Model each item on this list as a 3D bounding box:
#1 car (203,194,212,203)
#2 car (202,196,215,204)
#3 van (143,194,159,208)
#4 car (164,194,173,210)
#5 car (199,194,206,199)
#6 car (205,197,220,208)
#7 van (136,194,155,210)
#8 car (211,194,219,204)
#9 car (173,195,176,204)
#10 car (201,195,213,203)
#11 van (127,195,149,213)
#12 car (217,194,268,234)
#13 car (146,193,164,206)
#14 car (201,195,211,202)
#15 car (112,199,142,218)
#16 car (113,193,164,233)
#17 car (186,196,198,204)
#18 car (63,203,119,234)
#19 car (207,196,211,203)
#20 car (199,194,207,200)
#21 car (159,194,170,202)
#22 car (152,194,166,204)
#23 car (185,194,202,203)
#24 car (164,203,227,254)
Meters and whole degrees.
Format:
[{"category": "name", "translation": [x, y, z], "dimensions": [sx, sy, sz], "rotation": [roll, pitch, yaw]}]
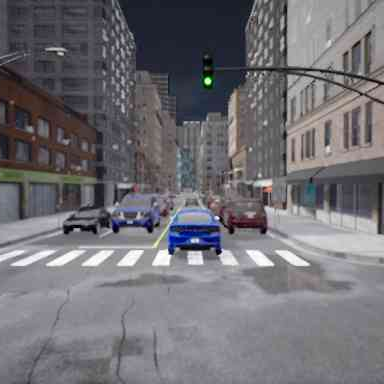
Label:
[{"category": "car", "translation": [2.844, 1.187, 40.934], "dimensions": [2.192, 1.841, 5.009], "rotation": [-1, 0, 0]}, {"category": "car", "translation": [2.847, 1.382, 57.692], "dimensions": [1.947, 1.339, 4.313], "rotation": [-1, 0, 0]}, {"category": "van", "translation": [-5.688, 1.187, 46.518], "dimensions": [1.690, 1.788, 3.998], "rotation": [-1, 0, 0]}, {"category": "car", "translation": [-3.093, 1.254, 29.397], "dimensions": [2.097, 1.767, 4.553], "rotation": [0, 0, 0]}, {"category": "car", "translation": [2.848, 1.218, 91.377], "dimensions": [1.752, 1.417, 4.829], "rotation": [-1, 0, 0]}, {"category": "car", "translation": [2.847, 1.436, 46.520], "dimensions": [1.802, 1.307, 4.206], "rotation": [-1, 0, 0]}, {"category": "van", "translation": [-5.687, 1.205, 40.933], "dimensions": [1.690, 1.788, 3.998], "rotation": [-1, 0, 0]}, {"category": "car", "translation": [2.843, 1.238, 24.177], "dimensions": [2.192, 1.841, 5.009], "rotation": [-1, 0, 0]}, {"category": "car", "translation": [-3.043, 1.418, 39.758], "dimensions": [2.033, 1.411, 5.357], "rotation": [0, 0, 0]}, {"category": "car", "translation": [2.847, 1.363, 63.278], "dimensions": [1.947, 1.339, 4.313], "rotation": [-1, 0, 0]}, {"category": "van", "translation": [-5.686, 1.222, 35.346], "dimensions": [1.690, 1.788, 3.998], "rotation": [-1, 0, 0]}, {"category": "car", "translation": [2.843, 1.254, 18.590], "dimensions": [2.192, 1.841, 5.009], "rotation": [-1, 0, 0]}, {"category": "car", "translation": [-5.690, 1.142, 52.104], "dimensions": [2.192, 1.841, 5.009], "rotation": [-1, 0, 0]}, {"category": "car", "translation": [2.847, 1.328, 68.864], "dimensions": [2.008, 1.369, 4.403], "rotation": [-1, 0, 0]}, {"category": "car", "translation": [-5.683, 1.424, 29.591], "dimensions": [1.752, 1.417, 4.829], "rotation": [-1, 0, 0]}, {"category": "car", "translation": [-3.099, 1.152, 19.442], "dimensions": [2.150, 2.045, 5.566], "rotation": [0, 0, 0]}, {"category": "car", "translation": [-0.012, 1.412, 58.477], "dimensions": [1.895, 1.301, 4.718], "rotation": [0, 0, 0]}, {"category": "car", "translation": [-5.680, 1.496, 18.590], "dimensions": [1.947, 1.339, 4.313], "rotation": [-1, 0, 0]}, {"category": "car", "translation": [2.846, 1.415, 35.519], "dimensions": [1.752, 1.417, 4.829], "rotation": [-1, 0, 0]}, {"category": "car", "translation": [2.848, 1.266, 85.621], "dimensions": [2.008, 1.369, 4.403], "rotation": [-1, 0, 0]}, {"category": "car", "translation": [-5.692, 1.209, 68.861], "dimensions": [1.967, 1.590, 4.097], "rotation": [-1, 0, 0]}, {"category": "car", "translation": [-5.689, 1.248, 57.690], "dimensions": [1.967, 1.590, 4.097], "rotation": [-1, 0, 0]}, {"category": "car", "translation": [-0.010, 1.338, 48.024], "dimensions": [2.128, 1.511, 4.902], "rotation": [0, 0, 0]}, {"category": "car", "translation": [0.100, 1.429, 13.333], "dimensions": [1.882, 1.535, 5.008], "rotation": [0, 0, 0]}]
